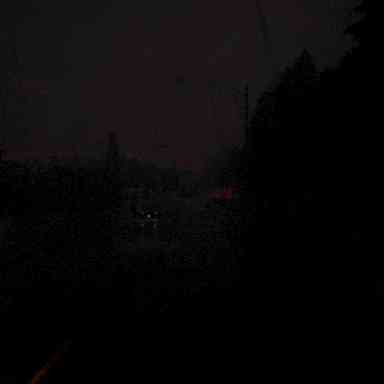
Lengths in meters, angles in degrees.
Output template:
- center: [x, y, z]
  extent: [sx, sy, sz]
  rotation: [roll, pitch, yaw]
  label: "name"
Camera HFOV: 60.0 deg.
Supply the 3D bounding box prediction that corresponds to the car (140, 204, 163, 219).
- center: [-4.027, 1.912, 33.840]
  extent: [2.033, 1.411, 5.357]
  rotation: [0, -1, 0]
  label: "car"
